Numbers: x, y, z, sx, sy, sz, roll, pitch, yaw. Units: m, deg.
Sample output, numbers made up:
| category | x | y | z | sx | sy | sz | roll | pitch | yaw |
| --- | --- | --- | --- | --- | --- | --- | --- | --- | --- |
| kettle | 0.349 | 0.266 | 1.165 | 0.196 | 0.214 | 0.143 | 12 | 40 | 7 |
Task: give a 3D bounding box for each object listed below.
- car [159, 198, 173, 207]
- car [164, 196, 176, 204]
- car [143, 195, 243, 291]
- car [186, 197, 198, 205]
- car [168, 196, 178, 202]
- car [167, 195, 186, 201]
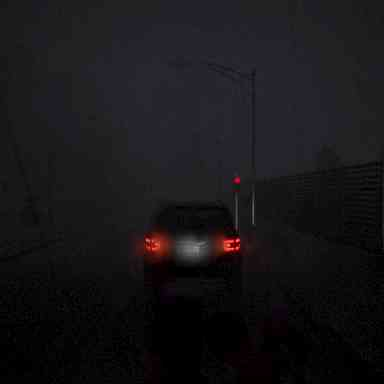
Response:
| category | x | y | z | sx | sy | sz | roll | pitch | yaw |
| --- | --- | --- | --- | --- | --- | --- | --- | --- | --- |
| car | -4.147 | 1.601 | 53.565 | 1.895 | 1.301 | 4.718 | 0 | 0 | 0 |
| car | -4.117 | 1.547 | 63.327 | 2.033 | 1.411 | 5.357 | 0 | 0 | 0 |
| car | 0.034 | 1.221 | 9.132 | 2.150 | 2.045 | 5.566 | 0 | 0 | 0 |
| car | 0.049 | 1.547 | 58.875 | 2.033 | 1.411 | 5.357 | 0 | 0 | 0 |
| car | -4.074 | 1.552 | 73.313 | 1.994 | 1.385 | 4.181 | 0 | 0 | 0 |
| car | -3.990 | 1.478 | 87.376 | 5.008 | 1.535 | 1.882 | 0 | 0 | 40 |
